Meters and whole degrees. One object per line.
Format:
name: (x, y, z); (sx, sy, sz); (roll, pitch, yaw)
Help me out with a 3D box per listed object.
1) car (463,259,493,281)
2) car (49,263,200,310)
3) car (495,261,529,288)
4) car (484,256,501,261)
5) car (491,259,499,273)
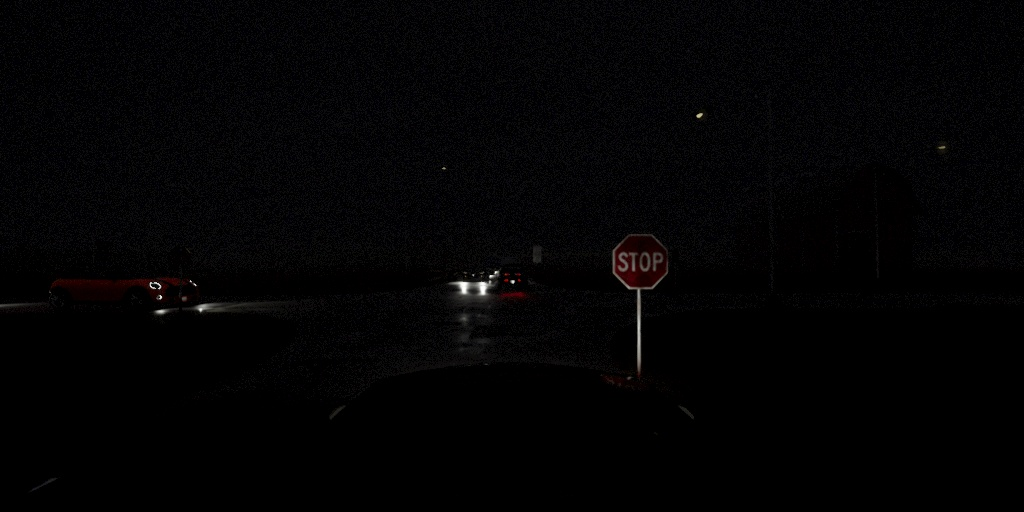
car: (-2.949, 1.265, 30.205); (1.837, 1.490, 4.892); (0, 0, 1)
car: (-15.485, 1.164, 14.515); (4.553, 1.767, 2.097); (0, -1, 1)
car: (0.053, 1.259, 23.570); (1.837, 1.490, 4.892); (0, 0, 0)
car: (-2.930, 0.994, 50.209); (2.150, 2.045, 5.566); (0, 0, 1)
car: (-2.914, 1.314, 40.005); (2.033, 1.411, 5.357); (0, 0, 0)
